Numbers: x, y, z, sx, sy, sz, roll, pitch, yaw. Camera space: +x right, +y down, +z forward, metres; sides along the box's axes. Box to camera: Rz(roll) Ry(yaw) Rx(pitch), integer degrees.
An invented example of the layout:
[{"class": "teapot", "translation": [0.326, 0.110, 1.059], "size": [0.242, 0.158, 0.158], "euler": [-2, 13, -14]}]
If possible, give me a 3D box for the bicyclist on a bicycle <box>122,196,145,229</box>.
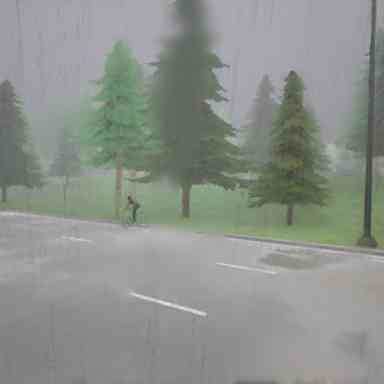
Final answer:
[{"class": "bicyclist on a bicycle", "translation": [-3.001, 0.983, 16.891], "size": [0.582, 1.620, 1.656], "euler": [2, 10, 34]}]
